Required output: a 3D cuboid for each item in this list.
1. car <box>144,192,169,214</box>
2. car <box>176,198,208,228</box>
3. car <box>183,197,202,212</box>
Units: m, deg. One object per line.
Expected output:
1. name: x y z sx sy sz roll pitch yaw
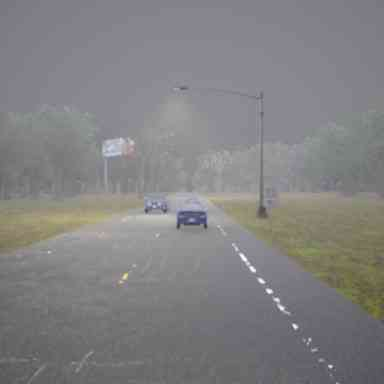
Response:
1. car: -3.541 1.069 34.278 2.150 2.045 5.566 0 0 0
2. car: 0.011 1.422 21.552 1.882 1.535 5.008 0 0 0
3. car: 0.042 1.356 37.335 2.033 1.411 5.357 0 1 0
